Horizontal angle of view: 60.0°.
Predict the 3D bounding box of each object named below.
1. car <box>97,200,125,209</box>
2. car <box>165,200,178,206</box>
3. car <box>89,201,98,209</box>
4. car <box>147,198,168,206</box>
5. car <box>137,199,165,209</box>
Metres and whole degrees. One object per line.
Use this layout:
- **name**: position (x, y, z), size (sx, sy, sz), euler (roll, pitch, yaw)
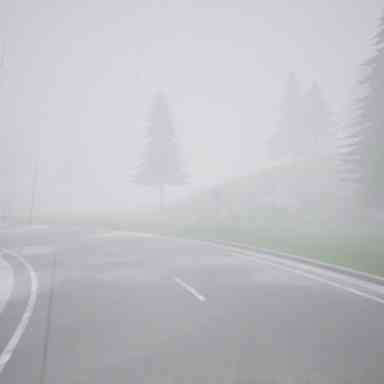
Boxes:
- **car**: position (-14.962, 2.509, 63.203), size (1.812, 1.442, 4.674), euler (-1, -1, 39)
- **car**: position (-5.091, 2.549, 75.365), size (1.994, 1.385, 4.181), euler (-1, -1, 39)
- **car**: position (-17.820, 2.400, 65.221), size (2.097, 1.767, 4.553), euler (-1, -1, 39)
- **car**: position (-8.000, 2.374, 77.341), size (2.097, 1.767, 4.553), euler (-1, -1, 39)
- **car**: position (-7.709, 2.468, 61.060), size (1.895, 1.301, 4.718), euler (-1, -1, 40)
